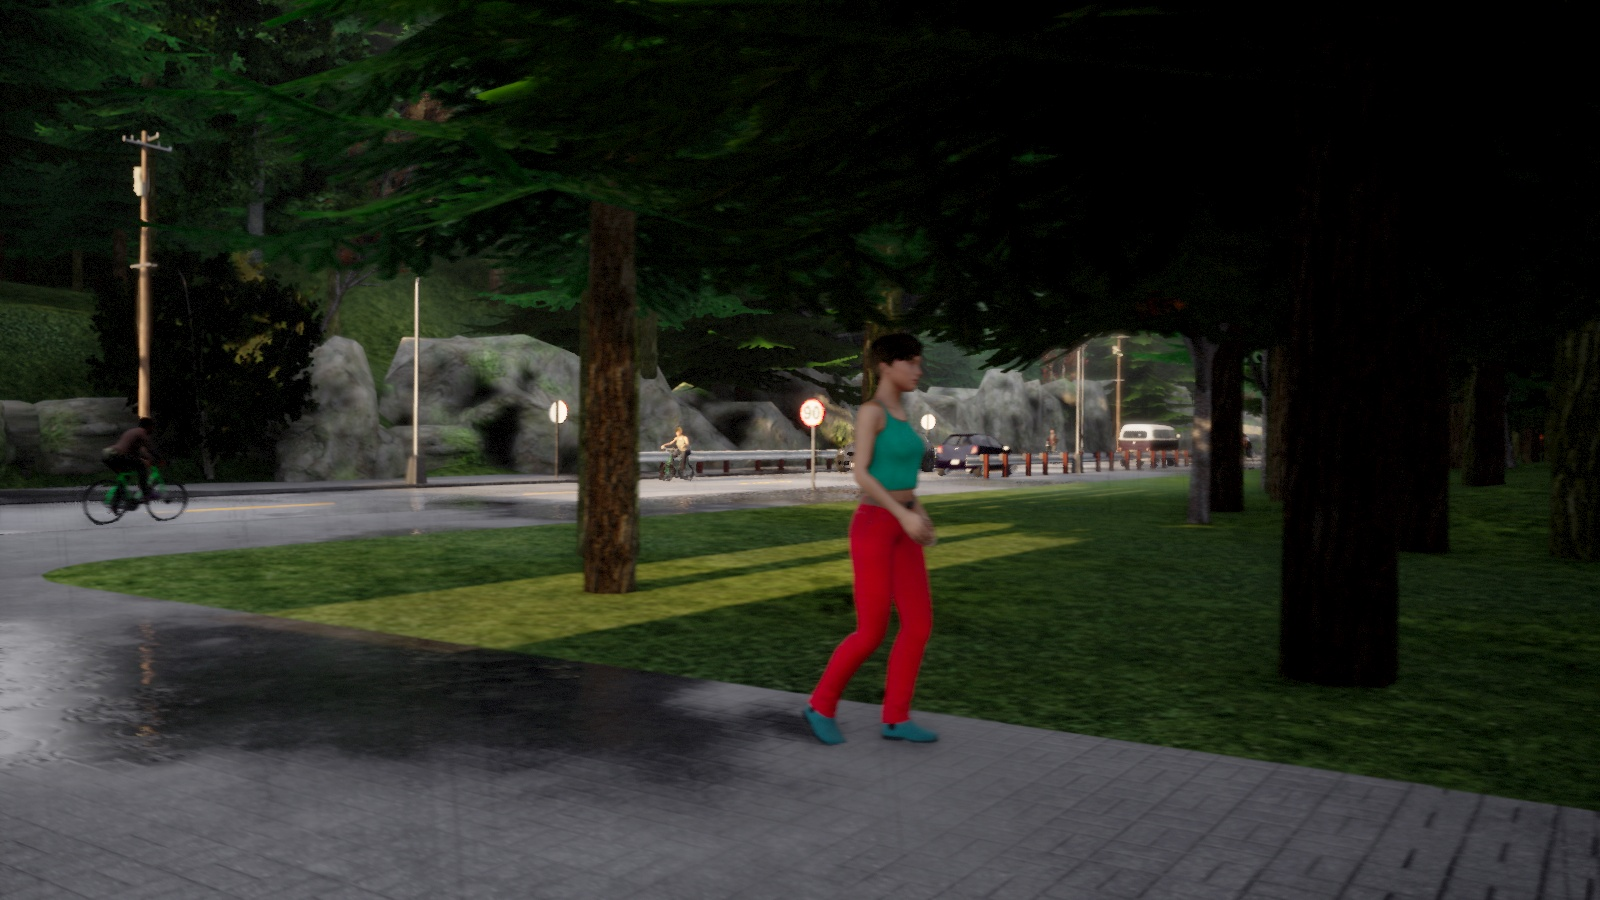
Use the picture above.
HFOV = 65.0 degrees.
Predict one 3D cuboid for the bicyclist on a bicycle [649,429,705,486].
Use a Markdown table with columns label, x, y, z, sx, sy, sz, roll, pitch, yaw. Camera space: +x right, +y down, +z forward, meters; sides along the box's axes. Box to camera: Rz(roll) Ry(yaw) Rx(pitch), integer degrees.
| label | x | y | z | sx | sy | sz | roll | pitch | yaw |
| --- | --- | --- | --- | --- | --- | --- | --- | --- | --- |
| bicyclist on a bicycle | -3.582 | 0.199 | 36.633 | 0.866 | 1.612 | 1.509 | 0 | 1 | 33 |

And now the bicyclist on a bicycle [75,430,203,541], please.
| label | x | y | z | sx | sy | sz | roll | pitch | yaw |
| --- | --- | --- | --- | --- | --- | --- | --- | --- | --- |
| bicyclist on a bicycle | -10.085 | 0.513 | 19.209 | 0.582 | 1.620 | 1.656 | 0 | 1 | 31 |

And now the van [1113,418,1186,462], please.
| label | x | y | z | sx | sy | sz | roll | pitch | yaw |
| --- | --- | --- | --- | --- | --- | --- | --- | --- | --- |
| van | 16.845 | -0.521 | 60.430 | 2.069 | 2.038 | 4.480 | 0 | 1 | 34 |

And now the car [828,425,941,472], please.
| label | x | y | z | sx | sy | sz | roll | pitch | yaw |
| --- | --- | --- | --- | --- | --- | --- | --- | --- | --- |
| car | 3.233 | -0.097 | 47.032 | 2.242 | 1.667 | 4.611 | 0 | 1 | 33 |

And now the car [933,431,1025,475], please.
| label | x | y | z | sx | sy | sz | roll | pitch | yaw |
| --- | --- | --- | --- | --- | --- | --- | --- | --- | --- |
| car | 6.384 | 0.079 | 44.541 | 1.845 | 1.501 | 3.633 | 0 | 1 | 33 |

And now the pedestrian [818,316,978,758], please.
| label | x | y | z | sx | sy | sz | roll | pitch | yaw |
| --- | --- | --- | --- | --- | --- | --- | --- | --- | --- |
| pedestrian | 0.430 | 0.362 | 5.516 | 0.594 | 1.836 | 0.345 | 0 | 1 | 34 |
